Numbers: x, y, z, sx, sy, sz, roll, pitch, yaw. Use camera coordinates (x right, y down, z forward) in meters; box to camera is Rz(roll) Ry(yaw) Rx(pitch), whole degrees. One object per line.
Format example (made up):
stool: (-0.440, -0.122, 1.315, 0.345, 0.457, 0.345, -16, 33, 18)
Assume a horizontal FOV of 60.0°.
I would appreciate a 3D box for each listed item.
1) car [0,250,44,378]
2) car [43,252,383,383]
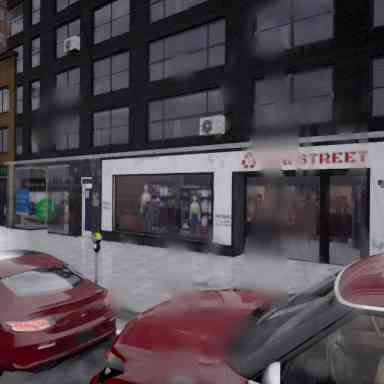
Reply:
car: (-2.965, 1.580, 5.176, 4.206, 1.307, 1.802, 0, 1, 35)
car: (1.588, 1.315, 1.941, 5.009, 1.841, 2.192, 0, 1, 35)
